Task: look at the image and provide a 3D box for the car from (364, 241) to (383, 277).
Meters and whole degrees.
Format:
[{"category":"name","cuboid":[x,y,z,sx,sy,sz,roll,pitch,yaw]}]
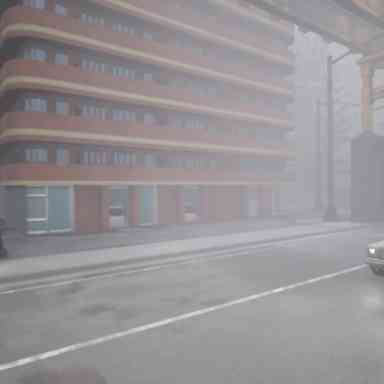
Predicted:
[{"category":"car","cuboid":[6.507,1.474,8.679,4.718,1.301,1.895,-1,1,-36]}]
